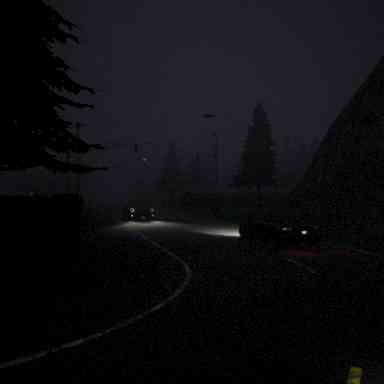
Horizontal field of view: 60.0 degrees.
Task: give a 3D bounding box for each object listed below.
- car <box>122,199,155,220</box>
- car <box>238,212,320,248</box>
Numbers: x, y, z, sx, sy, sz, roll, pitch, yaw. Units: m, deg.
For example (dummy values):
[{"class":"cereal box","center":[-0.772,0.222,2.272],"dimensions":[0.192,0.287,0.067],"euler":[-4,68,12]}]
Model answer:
[{"class":"car","center":[-4.530,1.402,27.845],"dimensions":[2.097,1.767,4.553],"euler":[0,0,-20]},{"class":"car","center":[3.754,1.570,15.009],"dimensions":[1.994,1.385,4.181],"euler":[0,0,-20]}]
